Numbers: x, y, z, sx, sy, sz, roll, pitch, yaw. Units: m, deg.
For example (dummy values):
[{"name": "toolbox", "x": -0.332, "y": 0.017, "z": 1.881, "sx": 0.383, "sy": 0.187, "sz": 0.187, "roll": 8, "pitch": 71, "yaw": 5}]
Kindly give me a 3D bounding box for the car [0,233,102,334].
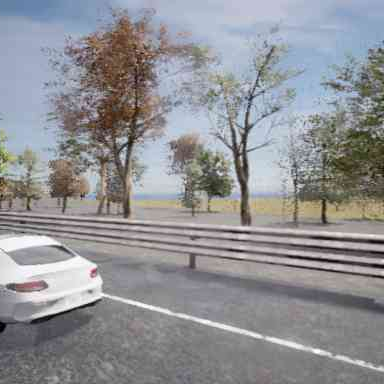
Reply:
[{"name": "car", "x": -3.779, "y": 1.577, "z": 6.726, "sx": 4.674, "sy": 1.442, "sz": 1.812, "roll": 0, "pitch": 0, "yaw": 36}]
